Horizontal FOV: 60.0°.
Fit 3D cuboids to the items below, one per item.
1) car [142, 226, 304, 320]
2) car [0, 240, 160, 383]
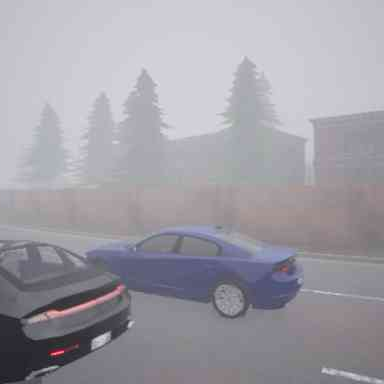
[{"bbox_3d":[-0.168,1.491,7.362,5.008,1.535,1.882,0,0,28],"label":"car"},{"bbox_3d":[-3.152,1.504,5.034,4.902,1.511,2.128,0,0,29],"label":"car"}]
